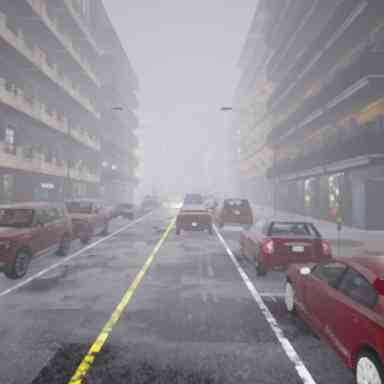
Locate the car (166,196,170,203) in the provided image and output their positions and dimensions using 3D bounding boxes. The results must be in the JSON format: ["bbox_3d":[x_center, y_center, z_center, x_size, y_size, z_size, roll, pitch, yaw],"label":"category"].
[{"bbox_3d":[-5.283,1.460,65.450,1.802,1.307,4.206,1,0,0],"label":"car"}]

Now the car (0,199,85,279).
[{"bbox_3d":[-5.289,1.281,10.142,2.192,1.841,5.009,1,0,0],"label":"car"}]

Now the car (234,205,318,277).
[{"bbox_3d":[2.596,1.406,10.080,1.967,1.590,4.097,1,0,0],"label":"car"}]

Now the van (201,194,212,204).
[{"bbox_3d":[2.568,1.220,59.862,1.690,1.788,3.998,1,0,0],"label":"van"}]

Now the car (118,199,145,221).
[{"bbox_3d":[-5.291,1.486,26.735,1.947,1.339,4.313,1,0,0],"label":"car"}]

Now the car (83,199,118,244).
[{"bbox_3d":[-5.287,1.264,15.672,2.192,1.841,5.009,1,0,0],"label":"car"}]

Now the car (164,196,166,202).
[{"bbox_3d":[-5.286,1.429,48.856,1.887,1.381,4.507,1,0,0],"label":"car"}]

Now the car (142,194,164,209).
[{"bbox_3d":[-5.281,1.205,43.324,2.192,1.841,5.009,1,0,0],"label":"car"}]

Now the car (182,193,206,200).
[{"bbox_3d":[0.112,1.120,37.181,2.150,2.045,5.566,0,0,0],"label":"car"}]

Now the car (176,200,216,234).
[{"bbox_3d":[0.105,1.418,18.643,1.882,1.535,5.008,0,0,0],"label":"car"}]

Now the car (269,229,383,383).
[{"bbox_3d":[2.585,1.529,4.548,1.887,1.381,4.507,1,0,0],"label":"car"}]

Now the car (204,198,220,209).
[{"bbox_3d":[2.559,1.472,43.268,1.802,1.307,4.206,1,0,0],"label":"car"}]

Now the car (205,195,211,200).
[{"bbox_3d":[2.559,1.348,32.205,1.967,1.590,4.097,1,0,0],"label":"car"}]

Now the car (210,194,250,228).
[{"bbox_3d":[2.560,1.249,21.141,2.192,1.841,5.009,1,0,0],"label":"car"}]
